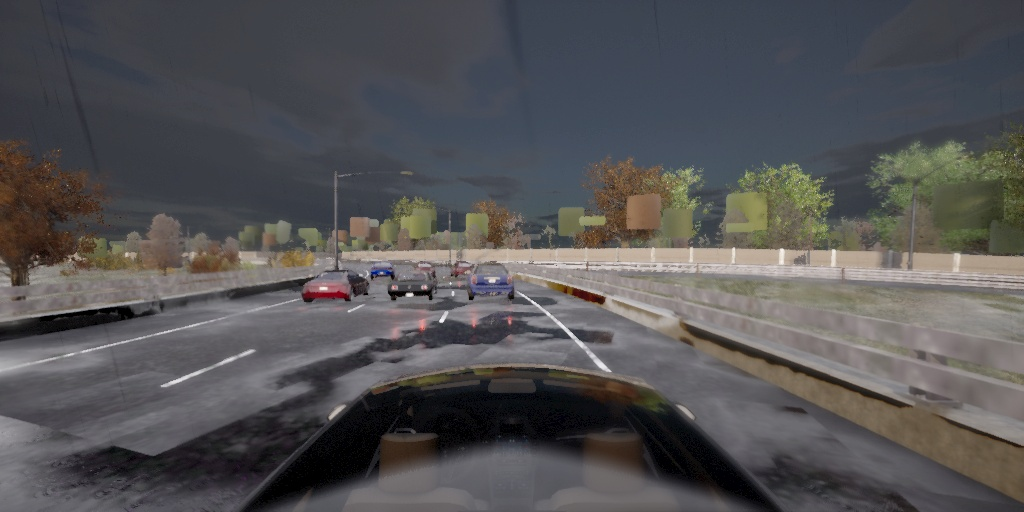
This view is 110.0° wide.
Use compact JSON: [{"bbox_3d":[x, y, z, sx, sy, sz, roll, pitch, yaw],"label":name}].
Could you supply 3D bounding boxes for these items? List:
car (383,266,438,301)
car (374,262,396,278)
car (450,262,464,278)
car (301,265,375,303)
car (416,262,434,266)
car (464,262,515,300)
[{"bbox_3d":[-4.648,1.364,17.396,1.895,1.301,4.718,0,0,-8],"label":"car"},{"bbox_3d":[-11.359,1.233,31.750,1.882,1.535,5.008,0,0,-16],"label":"car"},{"bbox_3d":[-4.644,1.281,33.726,1.812,1.442,4.674,0,0,-16],"label":"car"},{"bbox_3d":[-8.107,1.320,16.865,1.994,1.385,4.181,0,0,-8],"label":"car"},{"bbox_3d":[-8.002,1.281,32.738,1.812,1.442,4.674,0,0,-16],"label":"car"},{"bbox_3d":[-1.176,1.114,17.839,2.097,1.767,4.553,0,0,-8],"label":"car"}]
